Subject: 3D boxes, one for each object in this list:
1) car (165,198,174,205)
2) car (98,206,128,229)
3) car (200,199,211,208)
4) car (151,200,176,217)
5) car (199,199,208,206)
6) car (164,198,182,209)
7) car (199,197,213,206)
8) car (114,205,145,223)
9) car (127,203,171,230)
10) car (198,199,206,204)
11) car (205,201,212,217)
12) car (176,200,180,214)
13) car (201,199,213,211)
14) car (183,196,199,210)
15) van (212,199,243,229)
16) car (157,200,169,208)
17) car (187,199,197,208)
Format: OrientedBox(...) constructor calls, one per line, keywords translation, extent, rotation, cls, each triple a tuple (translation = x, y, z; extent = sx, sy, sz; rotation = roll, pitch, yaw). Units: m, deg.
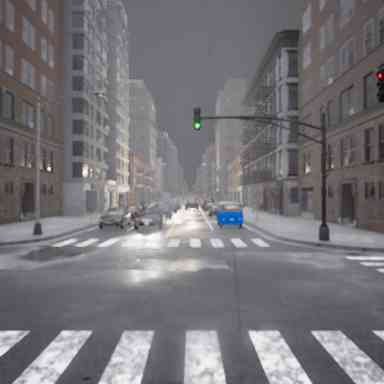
OrientedBox(translation=(-5.427, 2.274, 80.554), extent=(1.967, 1.590, 4.097), rotation=(0, -1, 0), cls="car")
OrientedBox(translation=(-5.400, 1.805, 23.737), extent=(2.008, 1.369, 4.403), rotation=(0, -1, 0), cls="car")
OrientedBox(translation=(2.606, 2.103, 63.518), extent=(1.967, 1.590, 4.097), rotation=(0, -1, 0), cls="car")
OrientedBox(translation=(-2.866, 1.828, 32.730), extent=(1.882, 1.535, 5.008), rotation=(0, -1, 0), cls="car")
OrientedBox(translation=(2.601, 2.327, 74.879), extent=(2.008, 1.369, 4.403), rotation=(0, -1, 0), cls="car")
OrientedBox(translation=(-2.832, 2.112, 51.976), extent=(1.994, 1.385, 4.181), rotation=(0, -1, 1), cls="car")
OrientedBox(translation=(2.612, 1.865, 52.158), extent=(2.192, 1.841, 5.009), rotation=(0, -1, 0), cls="car")
OrientedBox(translation=(-5.403, 1.860, 29.419), extent=(1.887, 1.381, 4.507), rotation=(0, -1, 0), cls="car")
OrientedBox(translation=(-2.848, 1.741, 23.287), extent=(2.128, 1.511, 4.902), rotation=(0, -1, 0), cls="car")
OrientedBox(translation=(2.595, 2.456, 86.241), extent=(1.947, 1.339, 4.313), rotation=(0, -1, 0), cls="car")
OrientedBox(translation=(2.620, 1.957, 35.111), extent=(1.802, 1.307, 4.206), rotation=(0, -1, 0), cls="car")
OrientedBox(translation=(-2.868, 2.011, 41.954), extent=(1.994, 1.385, 4.181), rotation=(0, -1, 0), cls="car")
OrientedBox(translation=(2.615, 2.075, 46.474), extent=(1.802, 1.307, 4.206), rotation=(0, -1, 0), cls="car")
OrientedBox(translation=(-0.027, 1.919, 53.849), extent=(2.097, 1.767, 4.553), rotation=(0, -1, 0), cls="car")
OrientedBox(translation=(2.625, 1.595, 23.752), extent=(1.690, 1.788, 3.998), rotation=(0, -1, 0), cls="van")
OrientedBox(translation=(-5.419, 2.229, 63.508), extent=(1.947, 1.339, 4.313), rotation=(0, -1, 0), cls="car")
OrientedBox(translation=(-0.032, 2.145, 63.879), extent=(1.882, 1.535, 5.008), rotation=(0, -1, 0), cls="car")
